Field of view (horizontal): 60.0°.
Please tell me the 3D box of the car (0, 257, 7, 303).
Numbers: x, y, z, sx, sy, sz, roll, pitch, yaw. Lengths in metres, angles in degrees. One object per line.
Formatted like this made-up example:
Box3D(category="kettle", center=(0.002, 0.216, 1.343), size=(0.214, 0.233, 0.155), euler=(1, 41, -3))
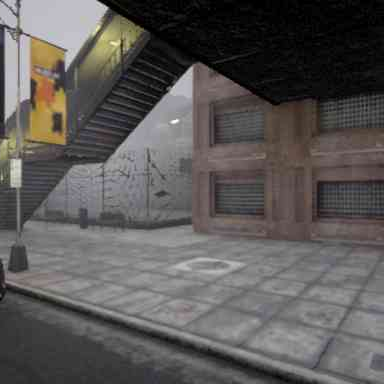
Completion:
Box3D(category="car", center=(-5.573, 1.515, 7.160), size=(4.892, 1.521, 2.231), euler=(0, 0, 44))
